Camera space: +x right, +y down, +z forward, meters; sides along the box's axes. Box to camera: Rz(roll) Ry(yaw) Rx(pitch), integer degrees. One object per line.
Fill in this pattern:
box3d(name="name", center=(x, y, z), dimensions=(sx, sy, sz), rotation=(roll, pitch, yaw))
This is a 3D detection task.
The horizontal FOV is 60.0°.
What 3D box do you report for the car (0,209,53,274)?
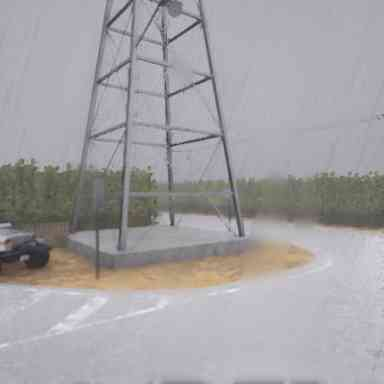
box3d(name="car", center=(-6.165, 1.357, 9.787), dimensions=(3.866, 1.878, 1.905), rotation=(0, 0, 23))
